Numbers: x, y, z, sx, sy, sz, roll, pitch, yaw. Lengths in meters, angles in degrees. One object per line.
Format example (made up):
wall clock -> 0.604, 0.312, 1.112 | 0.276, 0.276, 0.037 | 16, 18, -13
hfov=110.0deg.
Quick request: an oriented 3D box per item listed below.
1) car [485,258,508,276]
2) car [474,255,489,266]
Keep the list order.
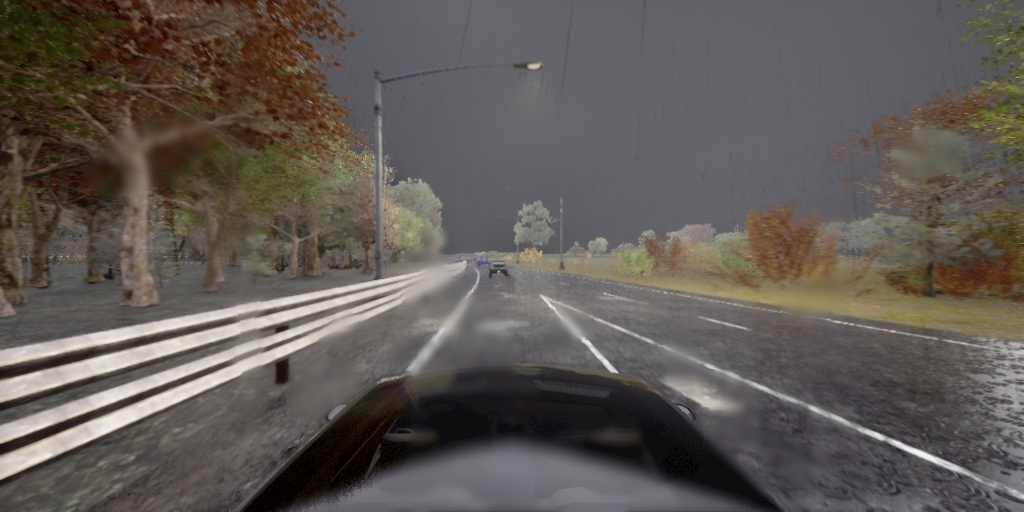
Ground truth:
car -> -1.446, 1.197, 35.615 | 1.837, 1.490, 4.892 | 0, 0, -5
car -> -5.193, 0.796, 64.103 | 2.150, 2.045, 5.566 | 0, 0, -10
